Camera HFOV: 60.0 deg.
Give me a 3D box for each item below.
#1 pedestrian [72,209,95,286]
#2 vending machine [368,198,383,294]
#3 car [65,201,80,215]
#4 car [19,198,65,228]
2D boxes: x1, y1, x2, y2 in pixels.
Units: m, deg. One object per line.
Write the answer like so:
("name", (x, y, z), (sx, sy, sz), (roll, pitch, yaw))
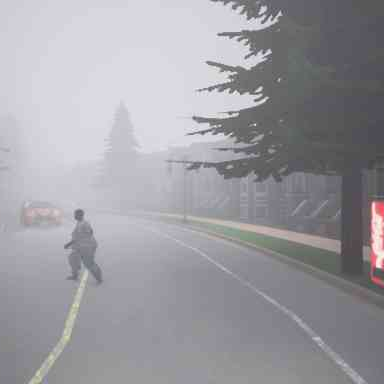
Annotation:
("pedestrian", (-2.594, 1.294, 7.964), (0.375, 1.860, 0.375), (0, 0, -10))
("vending machine", (4.747, 1.195, 7.480), (1.100, 2.100, 0.880), (0, 0, -9))
("car", (-11.975, 1.525, 31.311), (1.812, 1.442, 4.674), (0, 0, -38))
("car", (-10.295, 1.352, 22.535), (2.097, 1.767, 4.553), (0, 0, -32))
